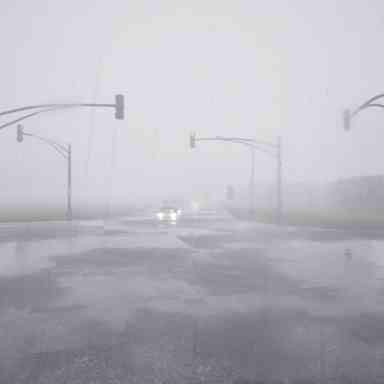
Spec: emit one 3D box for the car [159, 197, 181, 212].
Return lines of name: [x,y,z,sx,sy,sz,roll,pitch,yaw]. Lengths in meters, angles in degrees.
car: [-2.701,1.599,39.588,1.895,1.301,4.718,0,0,3]

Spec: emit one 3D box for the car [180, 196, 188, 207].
car: [-2.207,1.485,49.653,2.128,1.511,4.902,0,0,3]

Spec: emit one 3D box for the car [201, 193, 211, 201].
car: [3.428,1.190,79.156,2.150,2.045,5.566,0,0,5]
